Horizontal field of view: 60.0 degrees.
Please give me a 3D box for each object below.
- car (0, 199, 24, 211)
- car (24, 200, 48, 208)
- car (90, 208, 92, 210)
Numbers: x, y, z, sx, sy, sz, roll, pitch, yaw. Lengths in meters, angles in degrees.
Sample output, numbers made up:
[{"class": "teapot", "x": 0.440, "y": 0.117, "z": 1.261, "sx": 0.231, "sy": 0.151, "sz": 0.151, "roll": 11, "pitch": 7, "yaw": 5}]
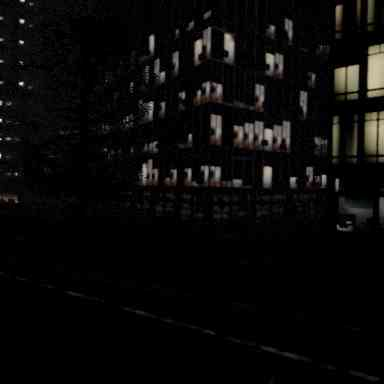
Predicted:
[{"class": "car", "x": -27.211, "y": 1.899, "z": 47.231, "sx": 5.009, "sy": 1.841, "sz": 2.192, "roll": 0, "pitch": 1, "yaw": -34}, {"class": "car", "x": -26.988, "y": 2.004, "z": 56.939, "sx": 4.403, "sy": 1.369, "sz": 2.008, "roll": 0, "pitch": 1, "yaw": -34}, {"class": "car", "x": -17.860, "y": 2.198, "z": 53.639, "sx": 4.507, "sy": 1.381, "sz": 1.887, "roll": 0, "pitch": 1, "yaw": -34}]
